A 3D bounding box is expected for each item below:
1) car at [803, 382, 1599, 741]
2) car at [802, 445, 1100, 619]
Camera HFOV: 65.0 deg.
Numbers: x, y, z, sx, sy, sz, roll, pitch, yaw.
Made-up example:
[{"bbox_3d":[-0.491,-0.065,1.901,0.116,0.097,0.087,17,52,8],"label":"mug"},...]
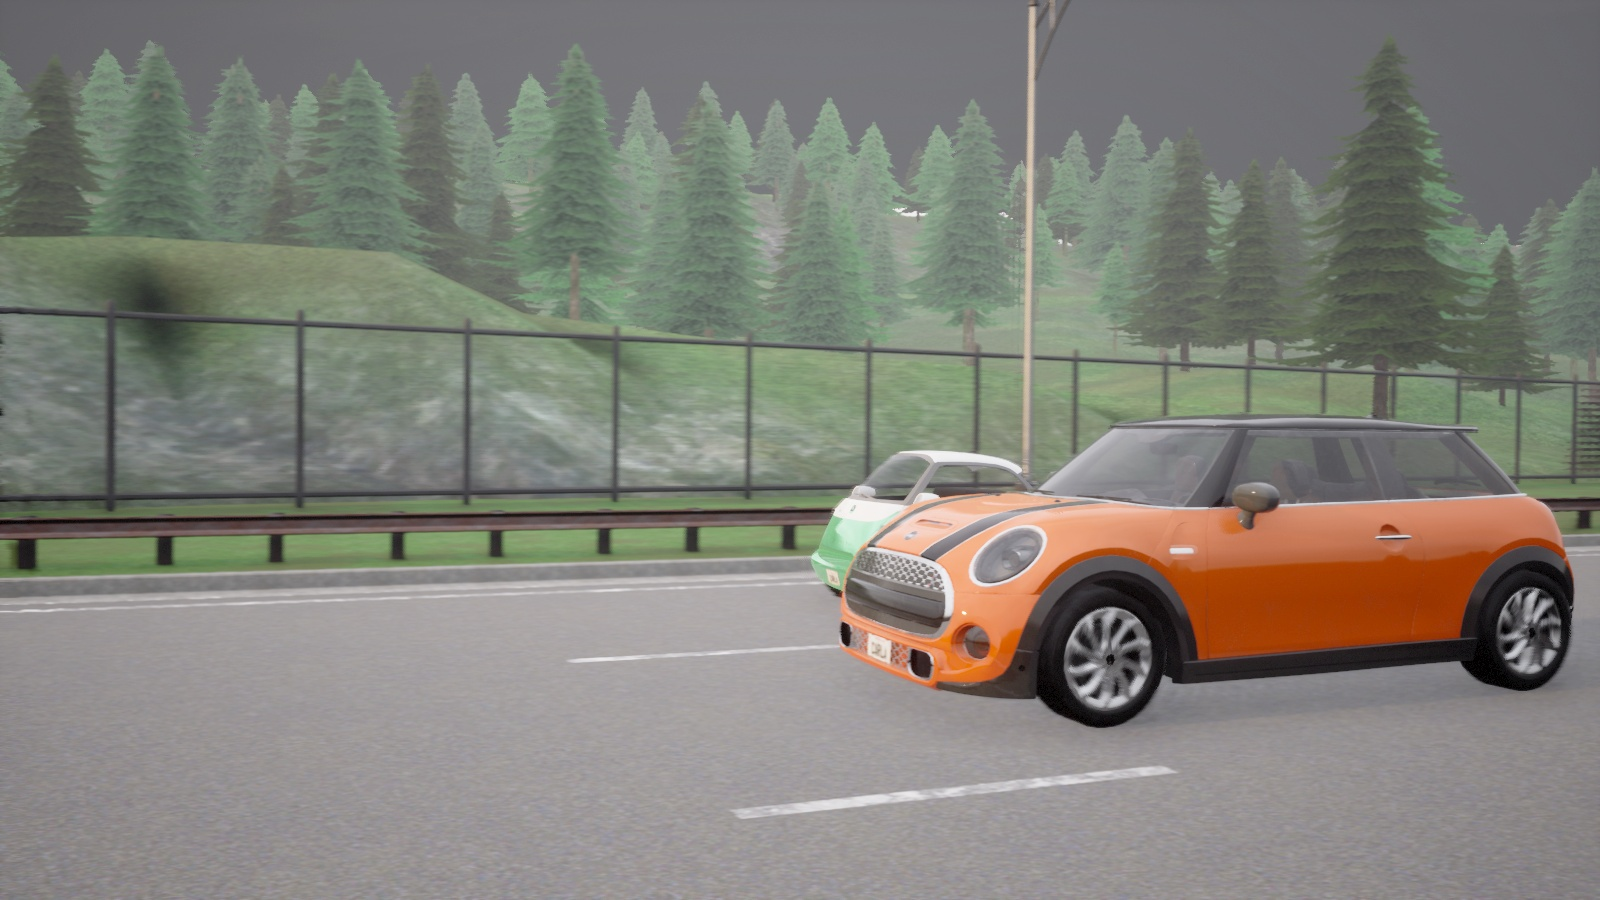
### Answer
[{"bbox_3d":[2.532,0.502,7.955,4.553,1.767,2.097,-1,1,-21],"label":"car"},{"bbox_3d":[1.319,0.659,11.240,2.207,1.376,1.481,-1,1,-21],"label":"car"}]
